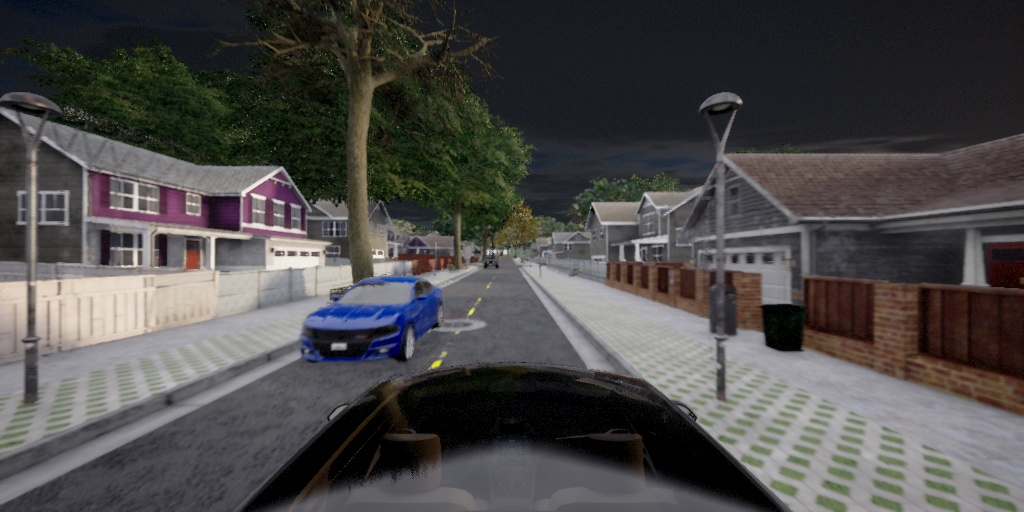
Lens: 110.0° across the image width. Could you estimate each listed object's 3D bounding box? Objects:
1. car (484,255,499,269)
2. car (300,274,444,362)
[{"bbox_3d":[-3.154,0.875,55.729,2.150,2.045,5.566,0,0,0],"label":"car"},{"bbox_3d":[-2.885,1.229,8.439,1.882,1.535,5.008,0,0,0],"label":"car"}]
